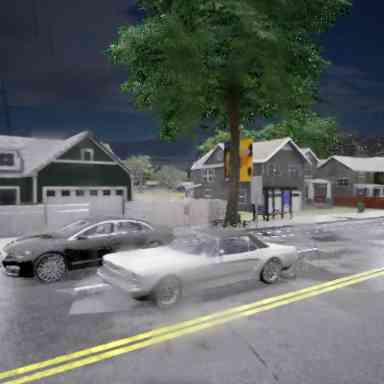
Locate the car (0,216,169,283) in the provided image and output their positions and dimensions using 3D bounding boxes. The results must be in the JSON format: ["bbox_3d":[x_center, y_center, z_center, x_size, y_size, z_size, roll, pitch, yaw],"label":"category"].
[{"bbox_3d":[-2.750,1.484,9.705,4.902,1.511,2.128,0,0,-35],"label":"car"}]

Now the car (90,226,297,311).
[{"bbox_3d":[0.289,1.590,7.880,4.718,1.301,1.895,0,0,-35],"label":"car"}]
